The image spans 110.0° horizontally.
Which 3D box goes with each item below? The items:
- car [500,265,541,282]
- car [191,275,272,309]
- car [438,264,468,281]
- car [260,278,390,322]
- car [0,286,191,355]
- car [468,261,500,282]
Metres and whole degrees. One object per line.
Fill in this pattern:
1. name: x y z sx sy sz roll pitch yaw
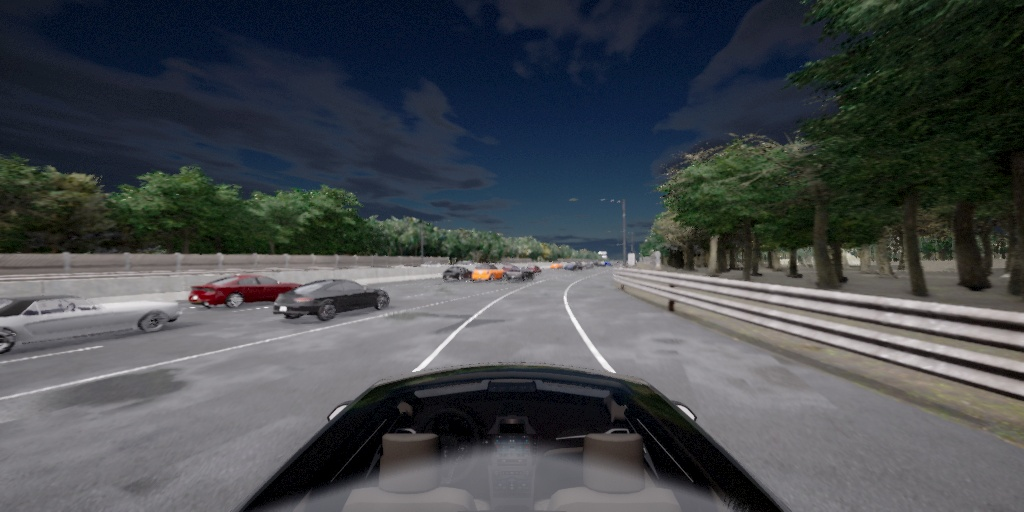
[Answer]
1. car: 0.937 1.800 36.069 2.128 1.511 4.902 -1 -1 20
2. car: -12.982 1.675 17.972 1.882 1.535 5.008 -1 -1 20
3. car: -5.656 1.896 38.427 1.837 1.490 4.892 -1 -1 20
4. car: -6.901 1.628 14.193 1.812 1.442 4.674 -1 -1 20
5. car: -12.209 1.693 9.752 1.895 1.301 4.718 -1 -1 20
6. car: -2.376 1.701 37.207 2.097 1.767 4.553 -1 -1 20
